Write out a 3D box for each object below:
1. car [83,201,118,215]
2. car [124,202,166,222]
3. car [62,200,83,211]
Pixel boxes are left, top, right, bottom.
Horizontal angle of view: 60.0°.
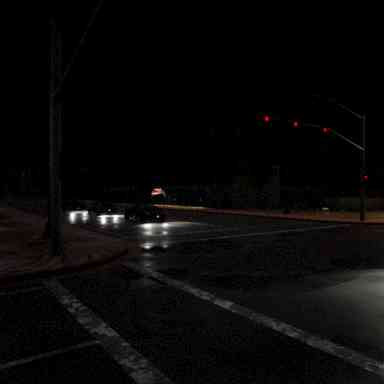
[{"bbox_3d":[-9.087,1.564,33.615,1.994,1.385,4.181,0,0,-35],"label":"car"},{"bbox_3d":[-3.858,1.526,26.297,1.812,1.442,4.674,0,0,-36],"label":"car"},{"bbox_3d":[-14.923,1.601,41.825,1.895,1.301,4.718,0,0,-35],"label":"car"}]
